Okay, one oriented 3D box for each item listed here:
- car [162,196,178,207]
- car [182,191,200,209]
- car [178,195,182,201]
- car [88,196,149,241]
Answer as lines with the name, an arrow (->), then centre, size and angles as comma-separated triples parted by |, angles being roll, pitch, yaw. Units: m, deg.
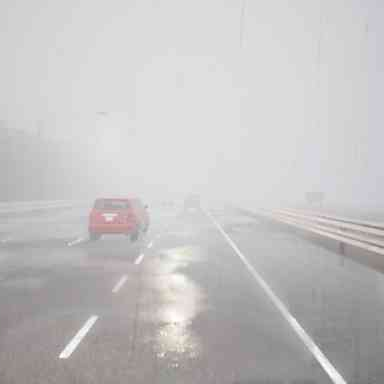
car -> -3.632, 1.676, 52.410 | 1.895, 1.301, 4.718 | 0, 0, 0
car -> 0.001, 1.283, 47.244 | 2.150, 2.045, 5.566 | 0, 0, 0
car -> -3.885, 1.710, 88.830 | 1.812, 1.442, 4.674 | 0, 0, -1
car -> -3.511, 1.231, 16.777 | 2.150, 2.045, 5.566 | 0, 0, 0
